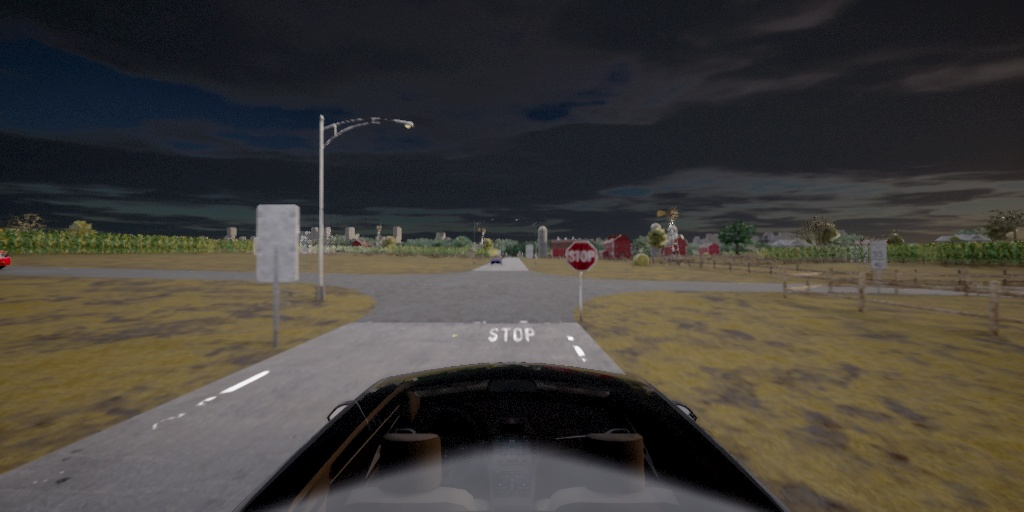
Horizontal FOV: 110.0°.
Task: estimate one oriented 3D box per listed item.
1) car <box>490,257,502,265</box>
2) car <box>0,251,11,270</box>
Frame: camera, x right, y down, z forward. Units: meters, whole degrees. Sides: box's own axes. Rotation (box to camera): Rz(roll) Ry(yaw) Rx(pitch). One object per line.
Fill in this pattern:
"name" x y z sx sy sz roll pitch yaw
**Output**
"car" -2.551 0.831 58.535 1.895 1.301 4.718 0 1 0
"car" -37.016 -0.096 23.720 5.566 2.045 2.150 1 -1 0
